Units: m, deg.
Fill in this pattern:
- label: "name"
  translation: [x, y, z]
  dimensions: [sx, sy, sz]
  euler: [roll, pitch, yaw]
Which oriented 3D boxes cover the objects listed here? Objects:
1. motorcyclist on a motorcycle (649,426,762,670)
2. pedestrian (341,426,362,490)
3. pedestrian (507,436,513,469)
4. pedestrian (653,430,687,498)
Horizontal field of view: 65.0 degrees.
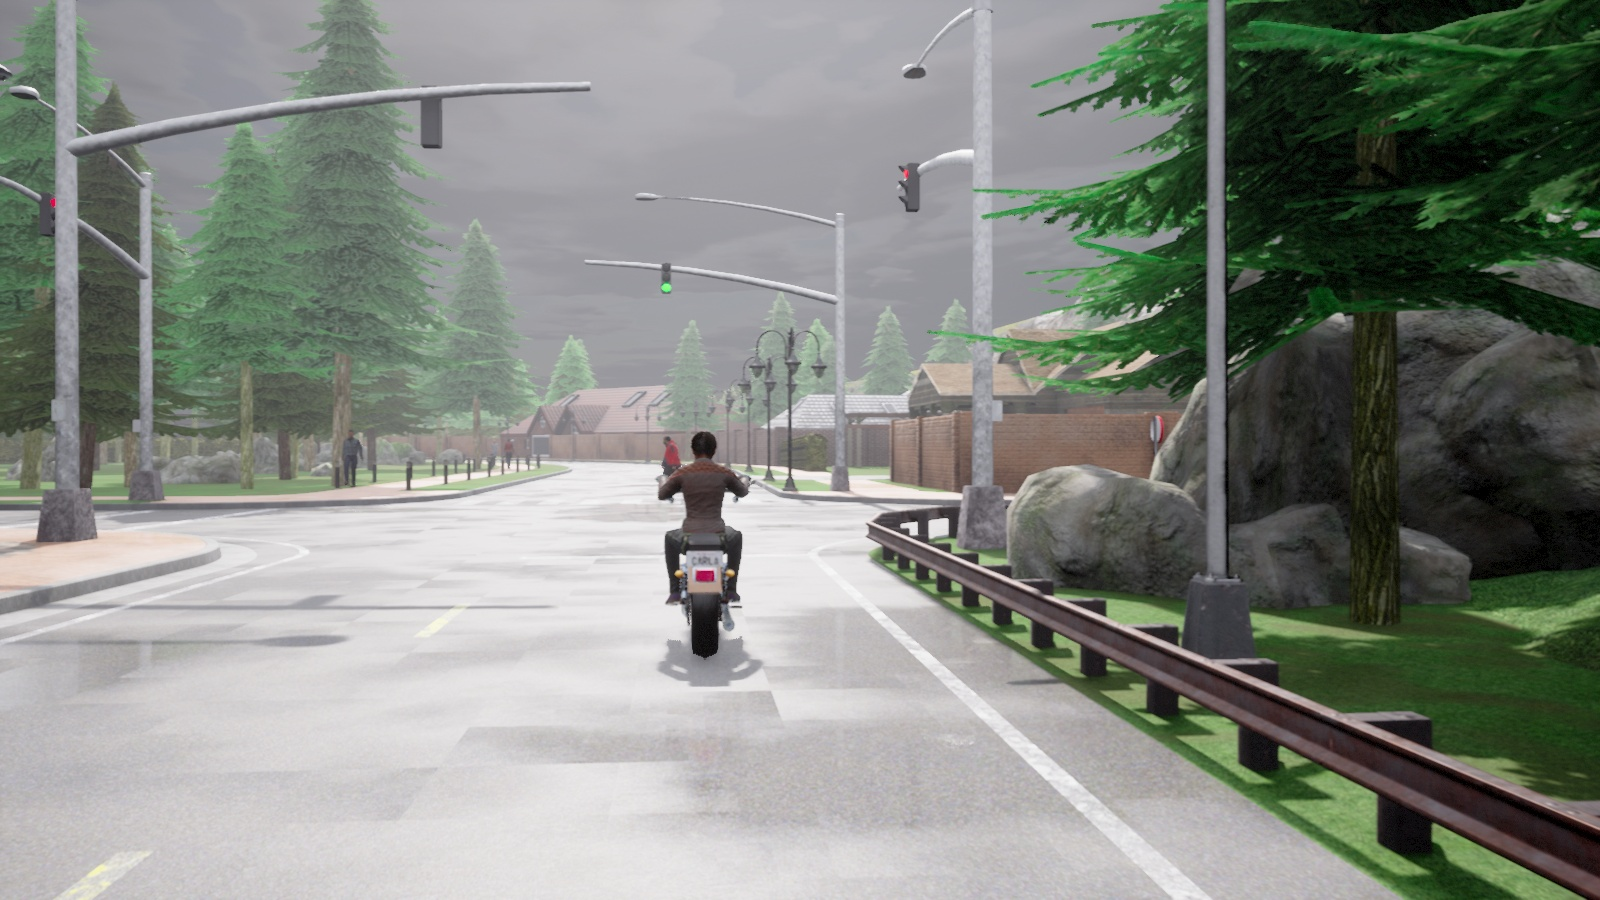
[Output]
- label: "motorcyclist on a motorcycle"
  translation: [-0.737, 0.664, 9.699]
  dimensions: [0.766, 1.649, 2.350]
  euler: [0, 0, -5]
- label: "pedestrian"
  translation: [-13.877, 0.234, 38.834]
  dimensions: [0.423, 1.949, 0.788]
  euler: [0, 0, -5]
- label: "pedestrian"
  translation: [-16.353, 0.124, 70.801]
  dimensions: [0.331, 1.846, 0.636]
  euler: [0, 0, -13]
- label: "pedestrian"
  translation: [-3.575, 0.383, 34.534]
  dimensions: [0.899, 1.844, 0.634]
  euler: [0, 0, -6]
